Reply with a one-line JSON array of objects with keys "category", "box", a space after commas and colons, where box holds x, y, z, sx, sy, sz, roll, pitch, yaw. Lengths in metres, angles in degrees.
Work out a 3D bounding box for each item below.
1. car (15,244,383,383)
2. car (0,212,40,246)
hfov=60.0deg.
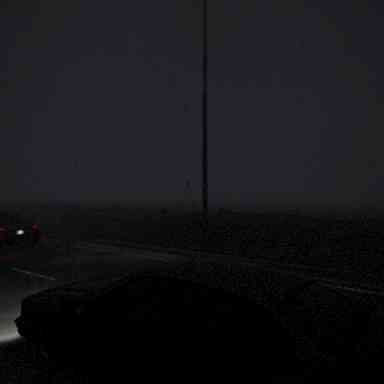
[{"category": "car", "box": [0.092, 1.547, 3.923, 5.357, 1.411, 2.033, 0, 0, 35]}, {"category": "car", "box": [-8.407, 1.562, 14.284, 4.181, 1.385, 1.994, 0, 0, 35]}]
